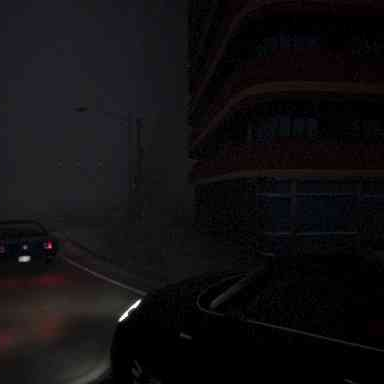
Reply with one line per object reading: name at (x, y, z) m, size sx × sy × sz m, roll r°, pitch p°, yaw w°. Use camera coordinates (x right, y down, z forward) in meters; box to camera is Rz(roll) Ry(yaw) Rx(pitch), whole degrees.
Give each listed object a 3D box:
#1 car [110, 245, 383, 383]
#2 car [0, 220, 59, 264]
car at (1.286, 1.351, 3.319) m, size 4.553 × 1.767 × 2.097 m, roll 0°, pitch 0°, yaw 36°
car at (-6.000, 1.595, 11.221) m, size 1.895 × 1.301 × 4.718 m, roll 0°, pitch 0°, yaw -35°
